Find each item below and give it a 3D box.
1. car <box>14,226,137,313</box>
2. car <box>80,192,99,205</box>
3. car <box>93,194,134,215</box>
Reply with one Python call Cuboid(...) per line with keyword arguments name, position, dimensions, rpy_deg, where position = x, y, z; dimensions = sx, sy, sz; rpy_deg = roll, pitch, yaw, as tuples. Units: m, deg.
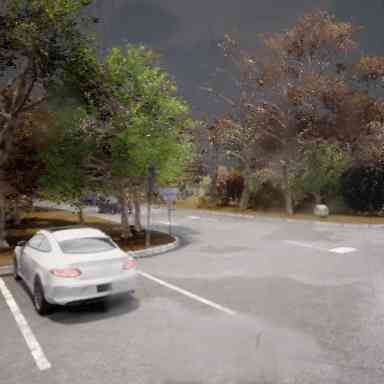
Cuboid(name="car", position=(-2.873, 1.524, 7.755), dimensions=(2.002, 1.452, 4.674), rpy_deg=(0, 0, -36))
Cuboid(name="car", position=(-12.374, 0.727, 42.255), dimensions=(4.553, 1.767, 2.097), rpy_deg=(1, 3, 41))
Cuboid(name="car", position=(-7.127, 1.251, 30.830), dimensions=(1.837, 1.490, 4.892), rpy_deg=(-3, 3, -36))
